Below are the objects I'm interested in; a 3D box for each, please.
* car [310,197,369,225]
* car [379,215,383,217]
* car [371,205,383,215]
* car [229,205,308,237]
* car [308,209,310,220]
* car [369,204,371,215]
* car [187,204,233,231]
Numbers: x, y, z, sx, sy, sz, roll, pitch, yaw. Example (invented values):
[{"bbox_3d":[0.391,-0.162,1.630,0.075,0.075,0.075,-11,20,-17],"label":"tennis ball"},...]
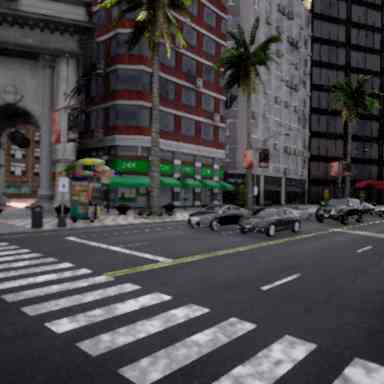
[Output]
[{"bbox_3d":[12.057,1.453,27.005,2.150,2.045,5.566,1,0,44],"label":"car"},{"bbox_3d":[9.491,1.739,13.741,2.033,1.411,5.357,1,0,43],"label":"car"},{"bbox_3d":[21.889,1.984,35.517,5.357,1.411,2.033,1,0,-33],"label":"car"},{"bbox_3d":[4.464,1.580,18.804,1.837,1.490,4.892,1,0,42],"label":"car"},{"bbox_3d":[8.612,1.756,28.439,1.895,1.301,4.718,1,0,43],"label":"car"},{"bbox_3d":[18.976,1.897,37.701,4.674,1.442,1.812,1,0,-35],"label":"car"},{"bbox_3d":[1.742,1.505,21.013,2.128,1.511,4.902,1,0,42],"label":"car"}]
